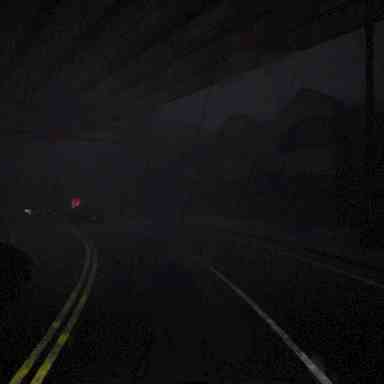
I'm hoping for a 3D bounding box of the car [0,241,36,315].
[{"bbox_3d":[-4.379,1.624,6.122,1.994,1.385,4.181,0,-1,-10],"label":"car"}]

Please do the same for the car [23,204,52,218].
[{"bbox_3d":[-17.328,2.071,37.137,2.033,1.411,5.357,0,-1,-41],"label":"car"}]

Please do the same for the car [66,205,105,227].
[{"bbox_3d":[-8.372,1.788,25.871,1.882,1.535,5.008,0,-2,-33],"label":"car"}]
